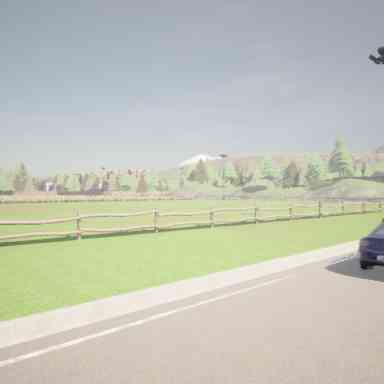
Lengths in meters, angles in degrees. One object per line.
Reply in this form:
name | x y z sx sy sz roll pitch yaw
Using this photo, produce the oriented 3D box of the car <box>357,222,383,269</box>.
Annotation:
car | 6.592 1.525 9.942 4.674 1.442 1.812 0 0 -41
